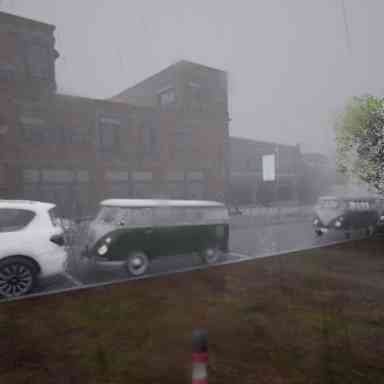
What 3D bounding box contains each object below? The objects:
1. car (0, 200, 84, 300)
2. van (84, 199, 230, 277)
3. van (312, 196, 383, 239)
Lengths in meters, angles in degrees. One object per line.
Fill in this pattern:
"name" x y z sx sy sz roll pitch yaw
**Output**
"car" -5.434 1.181 6.665 5.566 2.045 2.435 1 0 -37
"van" -0.963 1.209 9.874 4.442 1.987 1.878 1 0 -38
"van" 7.756 1.233 16.880 4.442 1.987 1.878 2 0 -43
